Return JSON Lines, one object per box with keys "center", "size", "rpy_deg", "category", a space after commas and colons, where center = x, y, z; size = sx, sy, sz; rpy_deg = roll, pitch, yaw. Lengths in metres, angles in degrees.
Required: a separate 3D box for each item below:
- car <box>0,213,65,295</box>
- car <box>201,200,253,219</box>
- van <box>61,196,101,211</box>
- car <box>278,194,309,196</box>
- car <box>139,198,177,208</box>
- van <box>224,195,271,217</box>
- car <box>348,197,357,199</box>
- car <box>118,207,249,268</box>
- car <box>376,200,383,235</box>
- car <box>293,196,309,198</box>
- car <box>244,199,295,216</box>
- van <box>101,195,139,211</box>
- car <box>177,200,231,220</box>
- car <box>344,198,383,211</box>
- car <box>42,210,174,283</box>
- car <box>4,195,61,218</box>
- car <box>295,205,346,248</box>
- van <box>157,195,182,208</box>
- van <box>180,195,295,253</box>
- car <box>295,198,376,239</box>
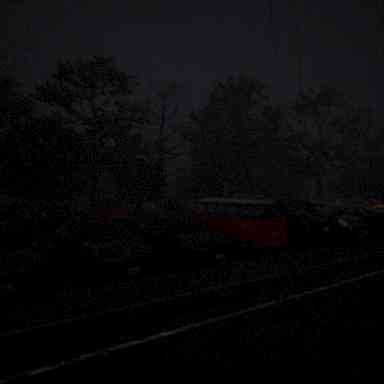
{"center": [-5.078, 1.528, 8.520], "size": [2.163, 1.488, 4.792], "rpy_deg": [0, 0, -35], "category": "car"}
{"center": [3.091, 1.504, 30.434], "size": [2.163, 1.488, 4.792], "rpy_deg": [0, 0, -35], "category": "car"}
{"center": [-8.009, 1.259, 22.373], "size": [1.878, 1.987, 4.442], "rpy_deg": [0, 0, -35], "category": "van"}
{"center": [9.970, 1.270, 35.317], "size": [2.435, 2.045, 5.566], "rpy_deg": [0, 0, -35], "category": "car"}
{"center": [-3.562, 1.472, 25.680], "size": [2.097, 1.535, 5.008], "rpy_deg": [0, 0, -35], "category": "car"}
{"center": [5.301, 1.261, 32.110], "size": [1.878, 1.987, 4.442], "rpy_deg": [0, 0, -35], "category": "van"}
{"center": [16.762, 1.615, 40.102], "size": [2.002, 1.452, 4.674], "rpy_deg": [0, 0, -35], "category": "car"}
{"center": [-0.551, 1.515, 11.735], "size": [2.163, 1.488, 4.792], "rpy_deg": [0, 0, -35], "category": "car"}
{"center": [10.636, 1.473, 19.941], "size": [1.946, 1.575, 5.366], "rpy_deg": [0, 0, -35], "category": "car"}
{"center": [6.912, 1.344, 22.515], "size": [4.553, 1.767, 2.097], "rpy_deg": [0, 0, -35], "category": "car"}
{"center": [7.743, 1.532, 33.667], "size": [2.163, 1.488, 4.792], "rpy_deg": [0, 0, -35], "category": "car"}
{"center": [-5.886, 1.252, 24.167], "size": [1.878, 1.987, 4.442], "rpy_deg": [0, 0, -35], "category": "van"}
{"center": [0.939, 1.498, 28.906], "size": [2.163, 1.488, 4.792], "rpy_deg": [0, 0, -35], "category": "car"}
{"center": [23.439, 1.628, 44.840], "size": [2.097, 1.535, 5.008], "rpy_deg": [0, 0, -35], "category": "car"}
{"center": [-2.815, 1.522, 10.127], "size": [2.163, 1.488, 4.792], "rpy_deg": [0, 0, -35], "category": "car"}
{"center": [-10.319, 1.239, 20.842], "size": [2.435, 2.045, 5.566], "rpy_deg": [0, 0, -35], "category": "car"}
{"center": [3.942, 1.503, 14.997], "size": [2.163, 1.488, 4.792], "rpy_deg": [0, 0, -35], "category": "car"}
{"center": [-1.225, 1.243, 27.200], "size": [1.878, 1.987, 4.442], "rpy_deg": [0, 0, -36], "category": "van"}
{"center": [1.627, 1.254, 13.460], "size": [1.878, 1.987, 4.442], "rpy_deg": [0, 0, -35], "category": "van"}
{"center": [6.202, 1.345, 16.604], "size": [2.185, 1.767, 4.553], "rpy_deg": [0, 0, -35], "category": "car"}
